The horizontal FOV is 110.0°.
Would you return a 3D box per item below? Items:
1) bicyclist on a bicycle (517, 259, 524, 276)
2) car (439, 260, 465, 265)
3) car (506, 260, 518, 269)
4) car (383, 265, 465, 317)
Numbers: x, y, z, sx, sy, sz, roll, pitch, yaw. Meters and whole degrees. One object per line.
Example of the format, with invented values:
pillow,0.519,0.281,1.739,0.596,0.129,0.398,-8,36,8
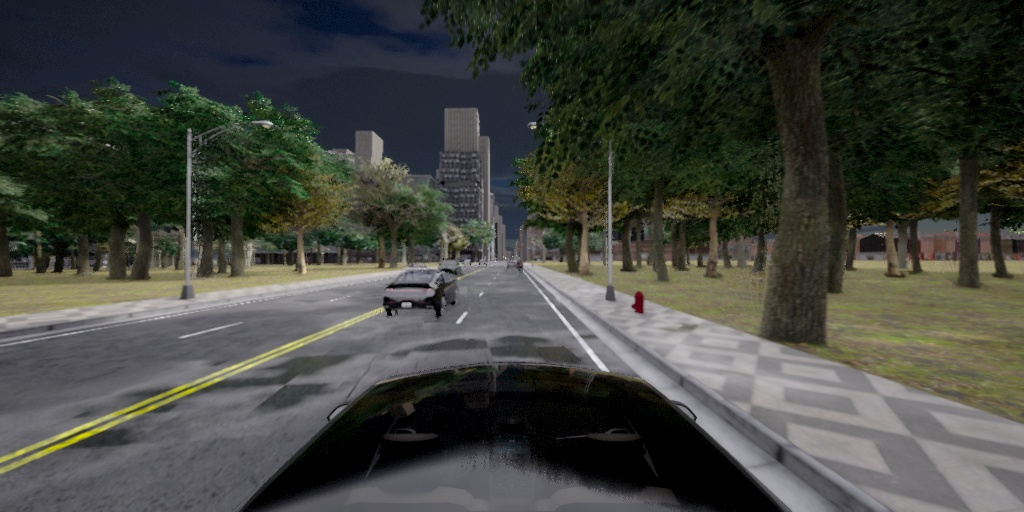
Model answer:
bicyclist on a bicycle,0.903,1.278,35.505,0.582,1.620,1.656,0,-1,0
car,-6.576,1.187,38.020,2.097,1.767,4.553,0,0,0
car,0.060,1.436,61.284,2.128,1.511,4.902,0,0,0
car,-3.147,1.251,13.142,2.128,1.511,4.902,0,0,0
